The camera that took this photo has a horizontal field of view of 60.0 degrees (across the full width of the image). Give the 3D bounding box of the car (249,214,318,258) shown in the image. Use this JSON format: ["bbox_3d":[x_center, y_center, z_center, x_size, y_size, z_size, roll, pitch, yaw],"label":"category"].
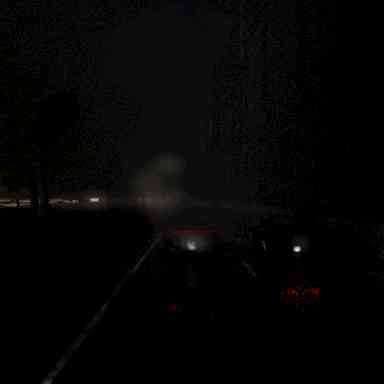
[{"bbox_3d":[3.518,1.647,13.480,1.837,1.490,4.892,0,0,0],"label":"car"}]

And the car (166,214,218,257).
[{"bbox_3d":[0.019,1.633,13.494,2.128,1.511,4.902,0,0,0],"label":"car"}]
